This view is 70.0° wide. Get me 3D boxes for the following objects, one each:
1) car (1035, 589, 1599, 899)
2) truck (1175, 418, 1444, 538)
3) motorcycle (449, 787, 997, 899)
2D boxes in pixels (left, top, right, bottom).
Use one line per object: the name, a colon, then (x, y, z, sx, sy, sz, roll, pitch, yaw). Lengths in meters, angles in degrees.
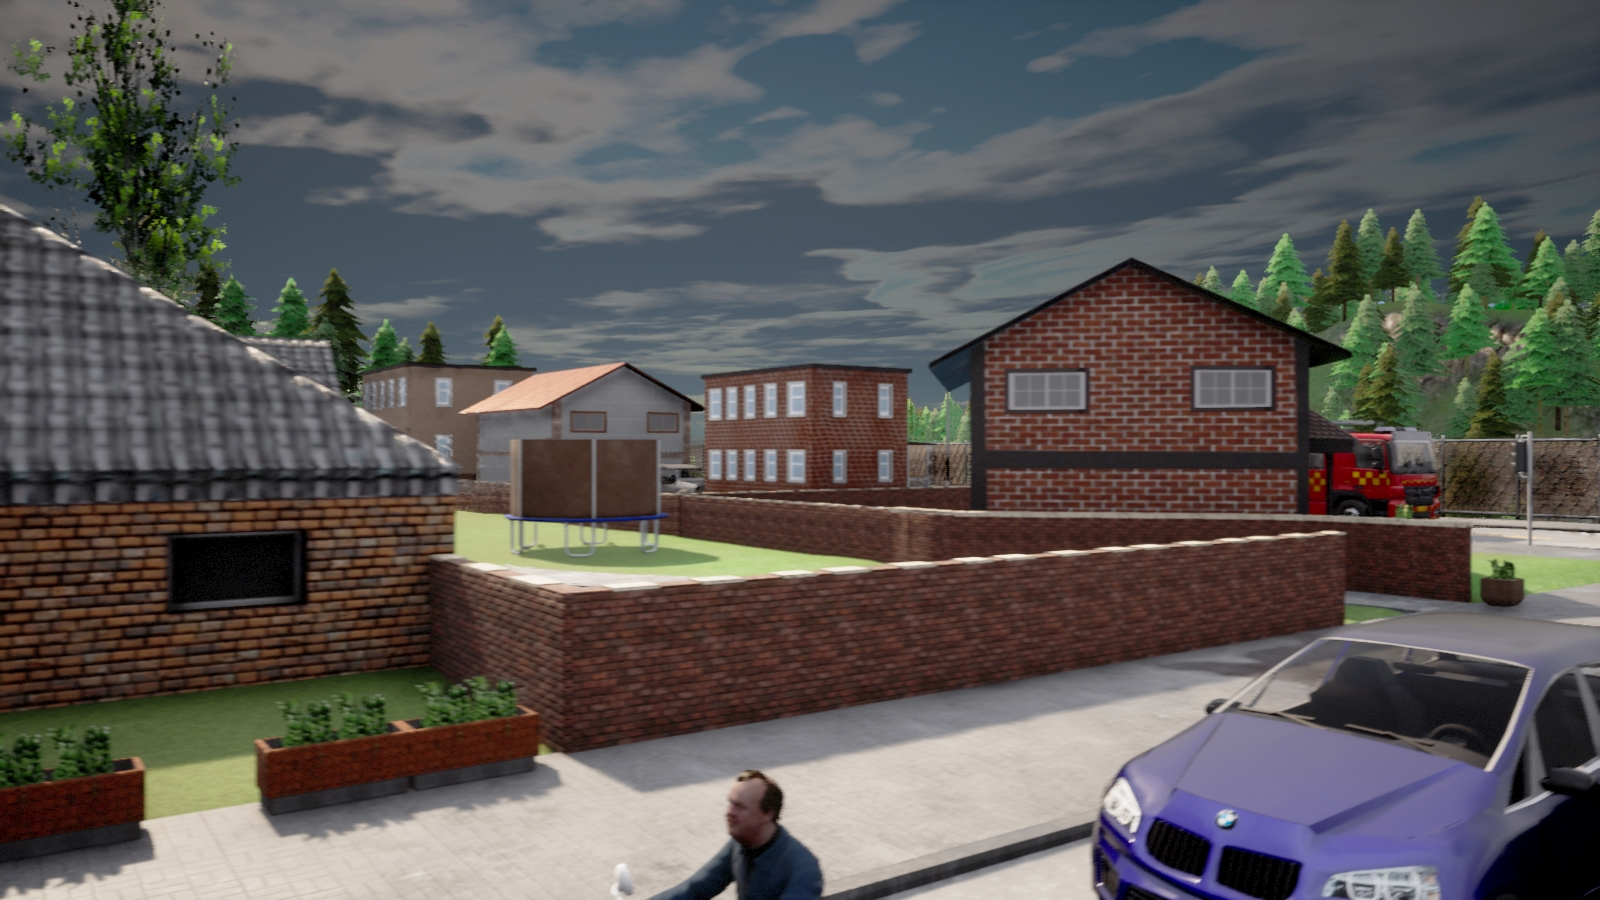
car: (3.894, 1.967, 7.055, 4.611, 1.667, 2.242, 0, 0, -35)
truck: (17.832, 0.886, 40.675, 2.891, 3.827, 8.468, 0, 0, -35)
motorcycle: (-0.239, 2.141, 4.153, 1.805, 1.316, 0.856, 0, 0, -36)
